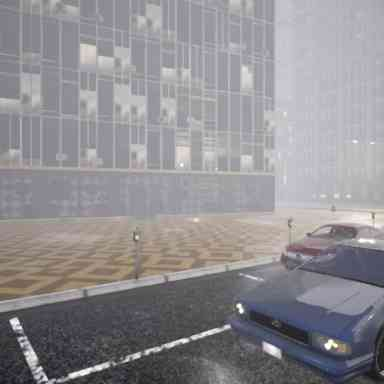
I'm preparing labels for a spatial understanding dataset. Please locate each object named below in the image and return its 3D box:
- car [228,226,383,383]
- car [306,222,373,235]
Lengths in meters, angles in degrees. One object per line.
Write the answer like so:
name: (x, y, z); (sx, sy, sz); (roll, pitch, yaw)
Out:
car: (3.148, 1.545, 5.615); (5.357, 1.411, 2.033); (0, 0, -35)
car: (4.403, 1.576, 9.712); (4.206, 1.307, 1.802); (0, 0, -36)
